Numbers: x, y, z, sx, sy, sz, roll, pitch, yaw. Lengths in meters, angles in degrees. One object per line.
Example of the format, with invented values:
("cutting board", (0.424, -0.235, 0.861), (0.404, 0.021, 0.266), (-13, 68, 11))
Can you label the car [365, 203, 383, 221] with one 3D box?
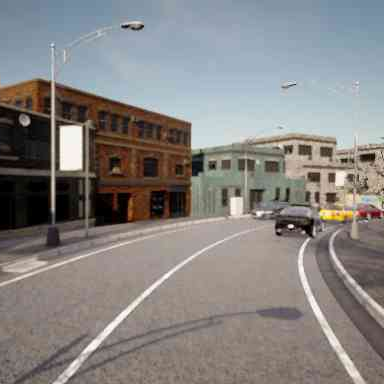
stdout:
("car", (15.433, 1.715, 29.743), (4.674, 1.442, 1.812), (1, 1, -40))

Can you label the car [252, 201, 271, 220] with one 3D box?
("car", (6.690, 1.500, 27.140), (2.128, 1.511, 4.902), (1, 0, 40))

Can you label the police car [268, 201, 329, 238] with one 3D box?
("police car", (6.018, 1.472, 18.354), (1.930, 1.638, 5.238), (1, 0, 29))

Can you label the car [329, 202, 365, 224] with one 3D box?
("car", (11.511, 1.580, 25.992), (1.801, 1.575, 5.366), (2, 1, 42))
